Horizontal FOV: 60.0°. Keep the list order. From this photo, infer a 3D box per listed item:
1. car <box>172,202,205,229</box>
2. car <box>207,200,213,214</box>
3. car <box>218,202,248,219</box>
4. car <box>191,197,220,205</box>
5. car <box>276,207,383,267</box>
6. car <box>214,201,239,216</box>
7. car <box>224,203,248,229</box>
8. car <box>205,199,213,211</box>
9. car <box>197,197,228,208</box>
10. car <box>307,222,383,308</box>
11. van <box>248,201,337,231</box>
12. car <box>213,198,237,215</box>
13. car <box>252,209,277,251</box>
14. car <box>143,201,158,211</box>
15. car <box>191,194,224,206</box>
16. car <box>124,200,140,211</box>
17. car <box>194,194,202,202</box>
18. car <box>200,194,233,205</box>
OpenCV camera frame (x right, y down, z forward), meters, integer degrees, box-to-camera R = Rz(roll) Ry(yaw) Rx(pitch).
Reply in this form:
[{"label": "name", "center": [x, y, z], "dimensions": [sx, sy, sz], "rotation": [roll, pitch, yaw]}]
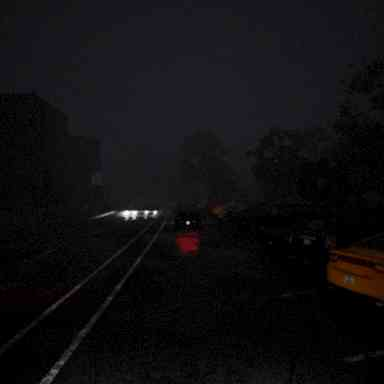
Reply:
[{"label": "car", "center": [-0.329, 1.761, 23.931], "dimensions": [1.837, 1.490, 4.892], "rotation": [0, 0, -2]}, {"label": "car", "center": [4.529, 1.848, 33.867], "dimensions": [5.008, 1.535, 2.097], "rotation": [1, -1, -23]}, {"label": "car", "center": [4.882, 1.748, 24.962], "dimensions": [5.008, 1.535, 2.097], "rotation": [1, -1, -22]}, {"label": "car", "center": [2.571, 1.696, 63.537], "dimensions": [4.892, 1.521, 2.231], "rotation": [0, 1, -25]}, {"label": "car", "center": [5.217, 1.460, 10.105], "dimensions": [4.553, 1.767, 2.185], "rotation": [1, -1, -21]}, {"label": "car", "center": [4.954, 1.782, 28.001], "dimensions": [5.366, 1.575, 1.946], "rotation": [1, -1, -22]}, {"label": "car", "center": [4.993, 1.715, 21.986], "dimensions": [5.008, 1.535, 2.097], "rotation": [1, 0, -22]}, {"label": "car", "center": [4.401, 1.876, 36.833], "dimensions": [4.892, 1.521, 2.231], "rotation": [1, 0, -23]}, {"label": "car", "center": [3.317, 1.694, 54.659], "dimensions": [4.553, 1.767, 2.185], "rotation": [0, 1, -24]}, {"label": "car", "center": [5.277, 1.555, 7.140], "dimensions": [5.008, 1.535, 2.097], "rotation": [1, -1, -21]}, {"label": "van", "center": [5.250, 1.425, 16.101], "dimensions": [4.442, 1.987, 1.878], "rotation": [1, -1, -21]}, {"label": "car", "center": [4.694, 1.690, 30.905], "dimensions": [4.553, 1.767, 2.185], "rotation": [1, 0, -22]}, {"label": "car", "center": [5.208, 1.617, 13.077], "dimensions": [5.008, 1.535, 2.097], "rotation": [1, 0, -21]}, {"label": "car", "center": [-5.821, 1.965, 47.519], "dimensions": [1.994, 1.385, 4.181], "rotation": [0, 0, -4]}, {"label": "car", "center": [2.851, 1.486, 60.586], "dimensions": [5.566, 2.045, 2.435], "rotation": [0, 1, -25]}, {"label": "car", "center": [-8.691, 1.888, 48.546], "dimensions": [2.128, 1.511, 4.902], "rotation": [0, 0, -4]}, {"label": "car", "center": [3.683, 1.627, 48.697], "dimensions": [5.566, 2.045, 2.435], "rotation": [1, 1, -24]}, {"label": "car", "center": [4.266, 1.640, 39.823], "dimensions": [5.566, 2.045, 2.435], "rotation": [1, -1, -23]}]
